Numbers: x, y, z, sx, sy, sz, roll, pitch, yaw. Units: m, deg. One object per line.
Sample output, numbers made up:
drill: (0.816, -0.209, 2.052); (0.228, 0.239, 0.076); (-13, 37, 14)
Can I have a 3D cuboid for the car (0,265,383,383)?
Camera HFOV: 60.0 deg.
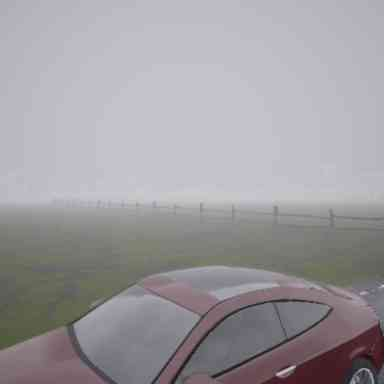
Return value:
car: (-0.012, 1.525, 3.058); (4.674, 1.442, 1.812); (0, 0, -35)
